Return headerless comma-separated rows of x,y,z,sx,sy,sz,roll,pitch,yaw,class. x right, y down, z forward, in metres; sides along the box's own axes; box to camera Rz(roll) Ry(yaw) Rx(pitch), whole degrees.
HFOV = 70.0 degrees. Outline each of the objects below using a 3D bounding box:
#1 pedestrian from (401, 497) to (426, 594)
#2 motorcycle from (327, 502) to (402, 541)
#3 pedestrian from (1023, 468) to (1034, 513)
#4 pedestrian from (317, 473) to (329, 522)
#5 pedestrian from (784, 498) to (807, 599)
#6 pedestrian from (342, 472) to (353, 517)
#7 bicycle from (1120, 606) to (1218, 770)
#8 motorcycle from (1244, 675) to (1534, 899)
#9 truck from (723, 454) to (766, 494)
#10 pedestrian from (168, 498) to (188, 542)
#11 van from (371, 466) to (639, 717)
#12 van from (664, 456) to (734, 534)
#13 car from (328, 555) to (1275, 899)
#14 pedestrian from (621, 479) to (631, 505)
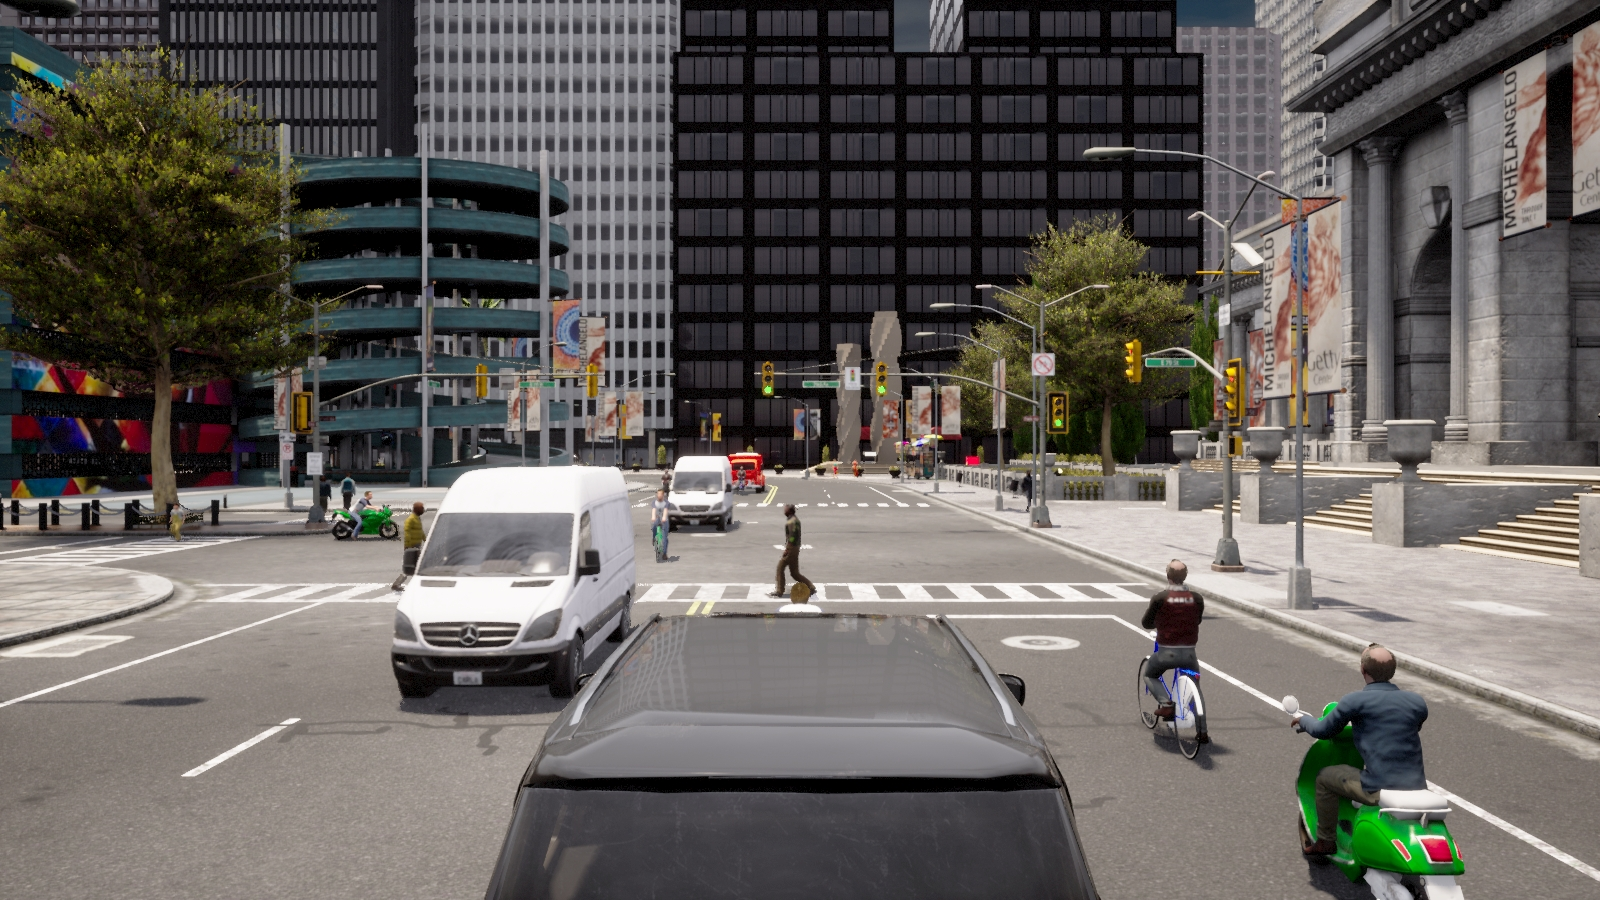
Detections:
-7.487,1.840,22.144,0.375,1.860,0.375,0,0,-4,pedestrian
-13.421,2.199,35.256,2.033,1.145,0.803,0,0,-5,motorcycle
9.514,1.677,47.598,0.375,1.860,0.375,0,0,-2,pedestrian
-18.322,1.831,43.876,0.375,1.860,0.375,0,0,-13,pedestrian
-0.076,1.841,21.414,0.375,1.860,0.375,0,0,10,pedestrian
-18.700,1.830,47.185,0.375,1.860,0.375,0,0,-13,pedestrian
3.482,2.205,10.904,0.329,1.171,1.835,0,0,0,bicycle
3.509,2.179,7.029,0.856,1.236,1.805,0,0,0,motorcycle
-3.577,1.539,74.779,2.627,2.467,5.204,0,0,-1,truck
-18.886,2.115,34.696,0.375,1.300,0.375,0,0,5,pedestrian
-3.513,1.528,14.948,1.988,2.561,5.915,0,0,0,van
-3.516,1.518,40.848,1.988,2.561,5.915,0,0,0,van
0.021,1.777,5.375,2.150,2.045,5.566,0,0,0,car
-8.726,2.106,57.304,0.375,1.300,0.375,0,0,39,pedestrian
